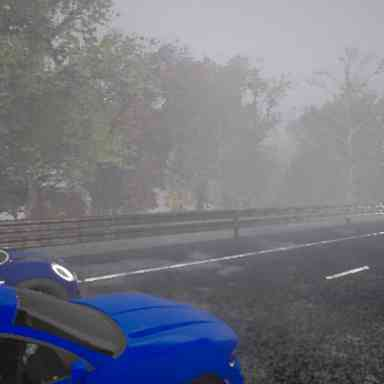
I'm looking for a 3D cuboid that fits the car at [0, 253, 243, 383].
[{"bbox_3d":[-1.811,1.479,2.465,5.008,1.535,1.882,0,0,-36],"label":"car"}]

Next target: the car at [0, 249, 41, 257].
[{"bbox_3d":[-4.139,1.356,5.107,4.553,1.767,2.097,0,0,-36],"label":"car"}]
